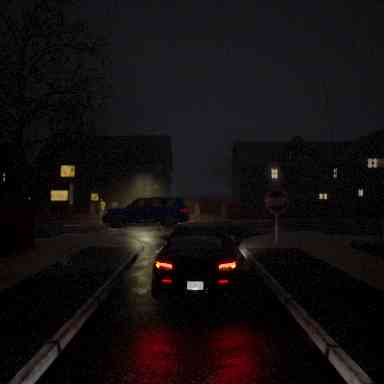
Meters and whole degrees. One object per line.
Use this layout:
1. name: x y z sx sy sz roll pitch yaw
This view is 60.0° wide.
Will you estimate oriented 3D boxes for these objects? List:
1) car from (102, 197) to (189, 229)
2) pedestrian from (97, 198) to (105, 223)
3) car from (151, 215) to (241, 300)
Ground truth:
1. car: -2.980 1.336 21.857 5.566 2.045 2.150 0 -1 1
2. pedestrian: -6.759 1.365 24.815 0.375 1.860 0.375 0 -1 1
3. car: 0.132 1.528 8.310 1.812 1.442 4.674 0 0 2
